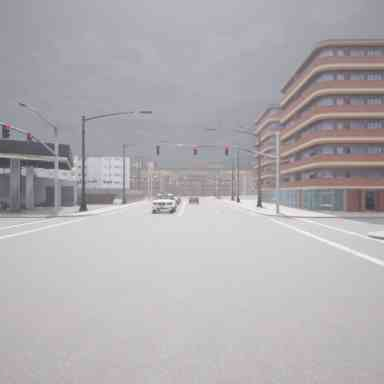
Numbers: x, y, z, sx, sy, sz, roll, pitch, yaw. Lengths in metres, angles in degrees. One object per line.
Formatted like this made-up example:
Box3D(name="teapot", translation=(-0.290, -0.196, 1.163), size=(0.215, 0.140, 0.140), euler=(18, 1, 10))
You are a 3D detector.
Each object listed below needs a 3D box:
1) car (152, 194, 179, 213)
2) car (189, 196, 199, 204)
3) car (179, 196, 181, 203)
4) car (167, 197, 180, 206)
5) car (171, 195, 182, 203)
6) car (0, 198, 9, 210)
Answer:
Box3D(name="car", translation=(-3.038, 1.221, 37.108), size=(2.150, 2.045, 5.566), euler=(0, 0, 2))
Box3D(name="car", translation=(0.344, 1.491, 63.768), size=(2.128, 1.511, 4.902), euler=(0, 0, 0))
Box3D(name="car", translation=(-3.102, 1.547, 47.406), size=(2.033, 1.411, 5.357), euler=(0, 0, 0))
Box3D(name="car", translation=(-3.118, 1.547, 57.720), size=(2.033, 1.411, 5.357), euler=(0, 0, 0))
Box3D(name="car", translation=(-3.183, 1.491, 68.049), size=(2.128, 1.511, 4.902), euler=(0, 0, 0))
Box3D(name="car", translation=(-23.944, 1.456, 39.459), size=(3.806, 1.475, 1.970), euler=(0, 0, 1))
